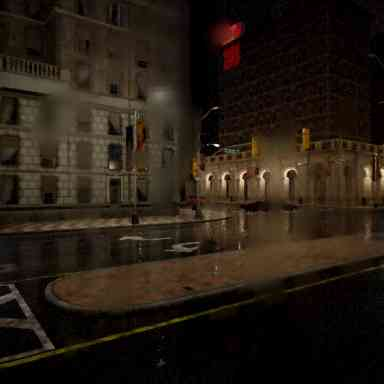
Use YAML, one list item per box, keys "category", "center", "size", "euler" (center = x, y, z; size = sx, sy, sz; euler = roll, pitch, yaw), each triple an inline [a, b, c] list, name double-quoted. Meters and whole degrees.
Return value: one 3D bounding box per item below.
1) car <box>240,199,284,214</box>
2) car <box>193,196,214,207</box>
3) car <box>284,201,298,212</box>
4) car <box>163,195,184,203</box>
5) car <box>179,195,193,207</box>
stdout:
- category: "car"
  center: [7.317, 1.601, 36.025]
  size: [1.895, 1.301, 4.718]
  euler: [0, 0, -29]
- category: "car"
  center: [1.307, 1.352, 50.949]
  size: [2.097, 1.767, 4.553]
  euler: [0, 0, -35]
- category: "car"
  center: [9.789, 1.547, 39.088]
  size: [2.033, 1.411, 5.357]
  euler: [0, 0, -36]
- category: "car"
  center: [-3.994, 1.513, 70.881]
  size: [2.128, 1.511, 4.902]
  euler: [0, 0, -35]
- category: "car"
  center: [-2.473, 1.492, 50.224]
  size: [2.128, 1.511, 4.902]
  euler: [0, 0, -35]
